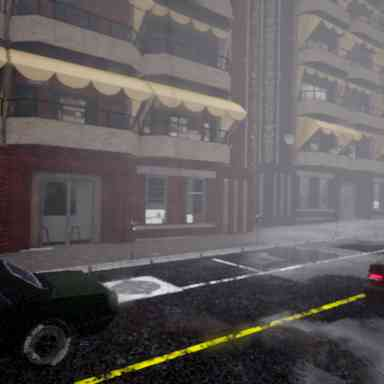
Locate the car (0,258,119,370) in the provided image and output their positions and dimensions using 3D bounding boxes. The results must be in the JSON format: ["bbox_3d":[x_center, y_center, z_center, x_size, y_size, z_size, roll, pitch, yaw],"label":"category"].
[{"bbox_3d":[-3.493,1.643,4.267,4.718,1.301,1.895,0,-1,-34],"label":"car"}]

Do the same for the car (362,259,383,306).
[{"bbox_3d":[5.715,1.595,6.911,5.357,1.411,2.033,0,-1,-34],"label":"car"}]
